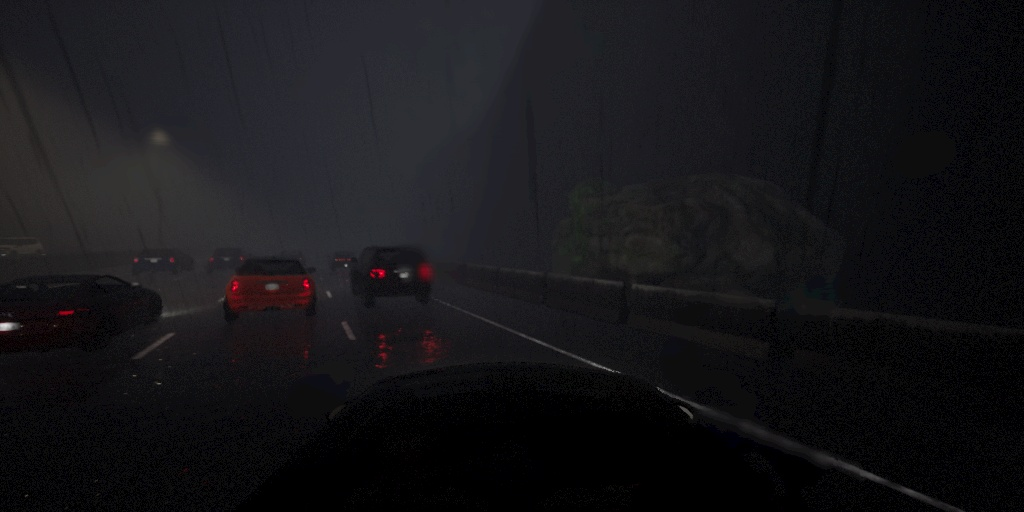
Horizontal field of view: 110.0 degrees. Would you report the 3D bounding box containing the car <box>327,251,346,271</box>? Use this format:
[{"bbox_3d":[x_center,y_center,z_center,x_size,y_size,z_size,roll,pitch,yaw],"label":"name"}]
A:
[{"bbox_3d":[-13.628,0.361,28.928,1.837,1.490,4.892,0,2,-30],"label":"car"}]

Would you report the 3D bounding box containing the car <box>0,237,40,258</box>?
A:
[{"bbox_3d":[-43.154,-0.608,30.730,2.150,2.045,5.566,0,2,-30],"label":"car"}]

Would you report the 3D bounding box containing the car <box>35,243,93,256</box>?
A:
[{"bbox_3d":[-40.151,-0.218,32.529,1.812,1.442,4.674,0,2,-30],"label":"car"}]

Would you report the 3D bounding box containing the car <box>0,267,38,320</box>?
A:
[{"bbox_3d":[-13.610,1.038,8.047,1.895,1.301,4.718,0,2,-30],"label":"car"}]

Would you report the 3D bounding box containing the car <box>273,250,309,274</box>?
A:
[{"bbox_3d":[-16.584,0.356,27.048,2.128,1.511,4.902,0,2,-30],"label":"car"}]

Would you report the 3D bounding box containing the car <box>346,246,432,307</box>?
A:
[{"bbox_3d":[-4.765,0.636,13.722,2.150,2.045,5.566,0,2,-30],"label":"car"}]

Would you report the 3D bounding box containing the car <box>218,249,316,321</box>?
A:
[{"bbox_3d":[-7.433,0.788,11.350,2.097,1.767,4.553,0,1,-30],"label":"car"}]

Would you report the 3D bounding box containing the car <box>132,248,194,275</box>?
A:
[{"bbox_3d":[-22.500,0.232,23.297,2.097,1.767,4.553,0,2,-30],"label":"car"}]

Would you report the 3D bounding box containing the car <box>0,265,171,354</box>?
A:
[{"bbox_3d":[-9.286,1.069,7.580,1.994,1.385,4.181,0,2,-30],"label":"car"}]

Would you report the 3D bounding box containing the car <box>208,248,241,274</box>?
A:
[{"bbox_3d":[-19.464,0.229,25.040,2.097,1.767,4.553,0,2,-30],"label":"car"}]
